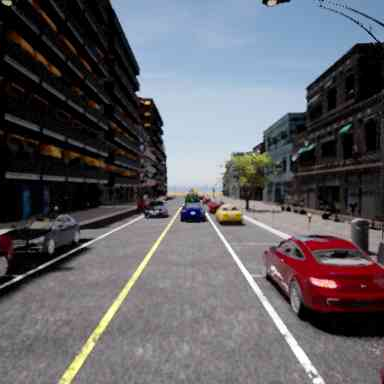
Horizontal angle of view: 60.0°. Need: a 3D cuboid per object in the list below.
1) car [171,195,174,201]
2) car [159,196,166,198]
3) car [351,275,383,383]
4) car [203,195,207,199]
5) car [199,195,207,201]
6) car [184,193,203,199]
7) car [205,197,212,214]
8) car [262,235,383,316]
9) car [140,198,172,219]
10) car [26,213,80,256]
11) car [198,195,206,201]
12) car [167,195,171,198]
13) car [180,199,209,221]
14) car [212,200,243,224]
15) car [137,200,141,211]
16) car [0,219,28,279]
[{"bbox_3d":[-5.764,1.551,86.733,1.947,1.339,4.313,-1,0,0],"label":"car"},{"bbox_3d":[-5.738,1.553,52.668,1.947,1.339,4.313,-1,0,0],"label":"car"},{"bbox_3d":[2.680,1.582,1.549,1.802,1.307,4.206,-1,0,0],"label":"car"},{"bbox_3d":[2.638,1.570,58.323,1.802,1.307,4.206,-1,0,0],"label":"car"},{"bbox_3d":[2.622,1.552,81.032,1.947,1.339,4.313,-1,0,0],"label":"car"},{"bbox_3d":[0.066,1.206,46.346,2.150,2.045,5.566,0,-1,0],"label":"car"},{"bbox_3d":[2.654,1.536,35.613,1.887,1.381,4.507,-1,0,0],"label":"car"},{"bbox_3d":[2.675,1.580,7.226,1.802,1.307,4.206,-1,0,0],"label":"car"},{"bbox_3d":[-3.101,1.517,29.438,1.812,1.442,4.674,0,0,0],"label":"car"},{"bbox_3d":[-5.709,1.546,12.926,2.008,1.369,4.403,-1,0,0],"label":"car"},{"bbox_3d":[2.617,1.537,86.710,2.008,1.369,4.403,-1,0,0],"label":"car"},{"bbox_3d":[-5.747,1.537,64.022,2.008,1.369,4.403,-1,0,0],"label":"car"},{"bbox_3d":[0.080,1.556,27.024,1.994,1.385,4.181,0,0,0],"label":"car"},{"bbox_3d":[2.662,1.518,24.428,1.752,1.417,4.829,-1,0,0],"label":"car"},{"bbox_3d":[-5.730,1.534,41.313,1.887,1.381,4.507,-1,0,0],"label":"car"},{"bbox_3d":[-5.705,1.542,7.248,1.887,1.381,4.507,-1,0,0],"label":"car"}]
